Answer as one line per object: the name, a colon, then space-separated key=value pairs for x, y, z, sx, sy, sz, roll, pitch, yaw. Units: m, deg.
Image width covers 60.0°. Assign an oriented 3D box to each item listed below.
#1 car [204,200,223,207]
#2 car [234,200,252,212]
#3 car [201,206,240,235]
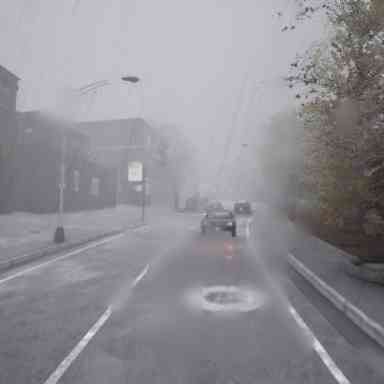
car: x=2.727 y=1.827 z=42.239 sx=1.837 sy=1.490 sz=4.892 roll=-1 pitch=-1 yaw=14
car: x=6.304 y=1.747 z=41.474 sx=1.837 sy=1.490 sz=4.892 roll=-1 pitch=-1 yaw=13
car: x=1.695 y=1.725 z=19.714 sx=1.895 sy=1.301 sz=4.718 roll=-1 pitch=0 yaw=8
